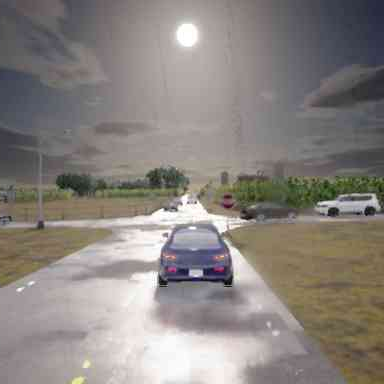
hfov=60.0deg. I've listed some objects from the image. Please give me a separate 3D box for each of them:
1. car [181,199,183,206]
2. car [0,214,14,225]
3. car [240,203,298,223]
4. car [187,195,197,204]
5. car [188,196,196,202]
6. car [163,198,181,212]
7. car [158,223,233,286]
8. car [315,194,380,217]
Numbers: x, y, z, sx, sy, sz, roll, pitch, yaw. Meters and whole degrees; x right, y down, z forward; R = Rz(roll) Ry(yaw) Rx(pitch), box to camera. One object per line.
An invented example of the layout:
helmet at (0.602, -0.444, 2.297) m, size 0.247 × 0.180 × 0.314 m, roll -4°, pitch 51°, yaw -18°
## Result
car at (-2.760, 1.879, 64.600) m, size 1.882 × 1.535 × 5.008 m, roll 0°, pitch 0°, yaw 1°
car at (-17.509, 2.185, 27.616) m, size 4.718 × 1.301 × 1.895 m, roll -1°, pitch -1°, yaw 0°
car at (6.390, 1.622, 27.409) m, size 5.008 × 1.535 × 1.882 m, roll -1°, pitch -3°, yaw -22°
car at (0.018, 1.619, 75.115) m, size 2.150 × 2.045 × 5.566 m, roll 0°, pitch 0°, yaw 0°
car at (0.020, 1.739, 85.506) m, size 1.812 × 1.442 × 4.674 m, roll 0°, pitch 0°, yaw 0°
car at (-2.827, 1.860, 45.601) m, size 1.837 × 1.490 × 4.892 m, roll 0°, pitch 0°, yaw 0°
car at (0.090, 1.630, 9.602) m, size 1.812 × 1.442 × 4.674 m, roll 0°, pitch 0°, yaw 0°
car at (14.327, 1.229, 30.731) m, size 5.566 × 2.045 × 2.150 m, roll -1°, pitch -1°, yaw 0°
